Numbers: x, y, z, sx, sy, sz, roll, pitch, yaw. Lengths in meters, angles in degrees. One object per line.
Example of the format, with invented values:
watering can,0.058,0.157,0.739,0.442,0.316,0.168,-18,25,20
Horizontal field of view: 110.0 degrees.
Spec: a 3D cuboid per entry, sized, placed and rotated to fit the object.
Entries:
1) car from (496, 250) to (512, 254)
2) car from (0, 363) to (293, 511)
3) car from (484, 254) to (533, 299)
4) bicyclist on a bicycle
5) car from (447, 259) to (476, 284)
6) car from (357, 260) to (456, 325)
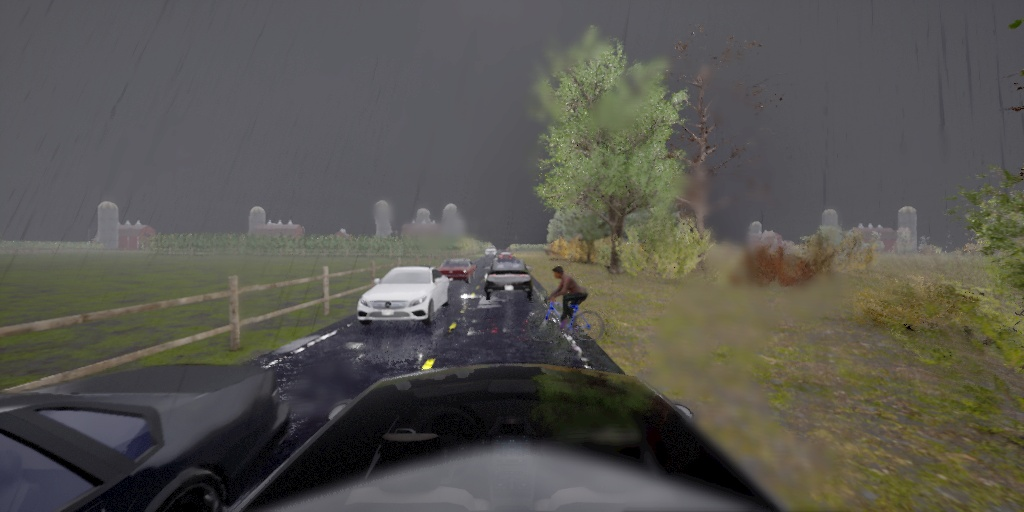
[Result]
car,-0.746,0.108,43.995,1.812,1.442,4.674,0,2,-1
car,-2.809,1.332,0.762,2.033,1.411,5.357,0,2,-1
car,-0.159,0.866,15.299,2.128,1.511,4.902,0,2,-1
bicyclist on a bicycle,1.138,1.040,7.593,1.656,1.620,0.582,-1,1,-1
car,-3.215,0.832,20.818,1.895,1.301,4.718,0,2,-1
car,-3.026,1.030,10.938,1.812,1.442,4.674,0,2,-1
